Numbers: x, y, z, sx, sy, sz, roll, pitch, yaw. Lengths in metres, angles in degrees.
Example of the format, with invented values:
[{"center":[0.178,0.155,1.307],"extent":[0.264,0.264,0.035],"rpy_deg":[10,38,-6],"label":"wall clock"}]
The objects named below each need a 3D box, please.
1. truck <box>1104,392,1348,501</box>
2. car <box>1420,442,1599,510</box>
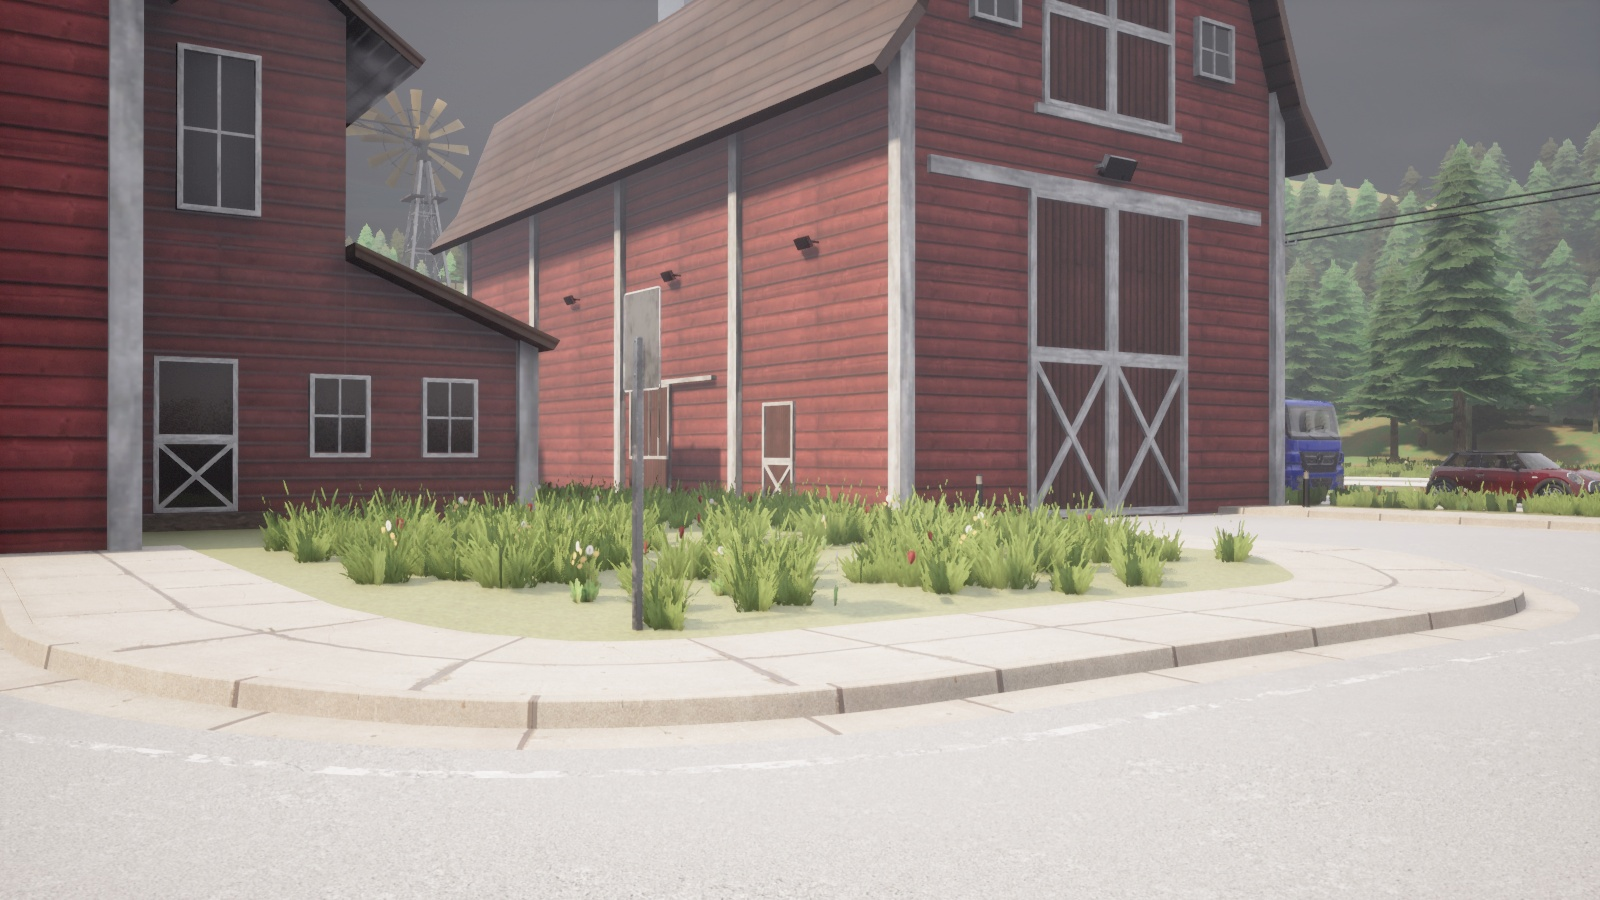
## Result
[{"center":[14.568,-0.109,43.667],"extent":[2.891,3.462,7.936],"rpy_deg":[0,0,-34],"label":"truck"},{"center":[20.188,0.691,35.237],"extent":[2.097,1.767,4.553],"rpy_deg":[0,0,-34],"label":"car"}]
